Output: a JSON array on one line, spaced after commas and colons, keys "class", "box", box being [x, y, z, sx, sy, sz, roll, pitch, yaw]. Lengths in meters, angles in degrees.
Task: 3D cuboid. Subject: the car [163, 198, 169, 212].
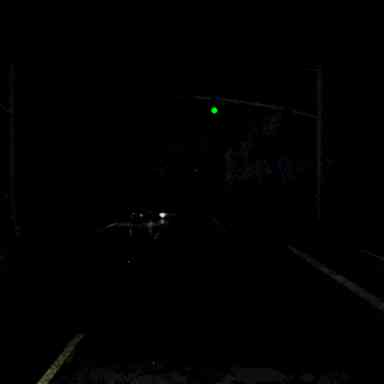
[{"class": "car", "box": [-3.565, 1.393, 36.218, 2.033, 1.411, 5.357, 0, 0, 0]}]

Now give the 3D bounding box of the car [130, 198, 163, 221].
[{"class": "car", "box": [-3.581, 1.394, 25.881, 1.837, 1.490, 4.892, 0, 0, 0]}]
